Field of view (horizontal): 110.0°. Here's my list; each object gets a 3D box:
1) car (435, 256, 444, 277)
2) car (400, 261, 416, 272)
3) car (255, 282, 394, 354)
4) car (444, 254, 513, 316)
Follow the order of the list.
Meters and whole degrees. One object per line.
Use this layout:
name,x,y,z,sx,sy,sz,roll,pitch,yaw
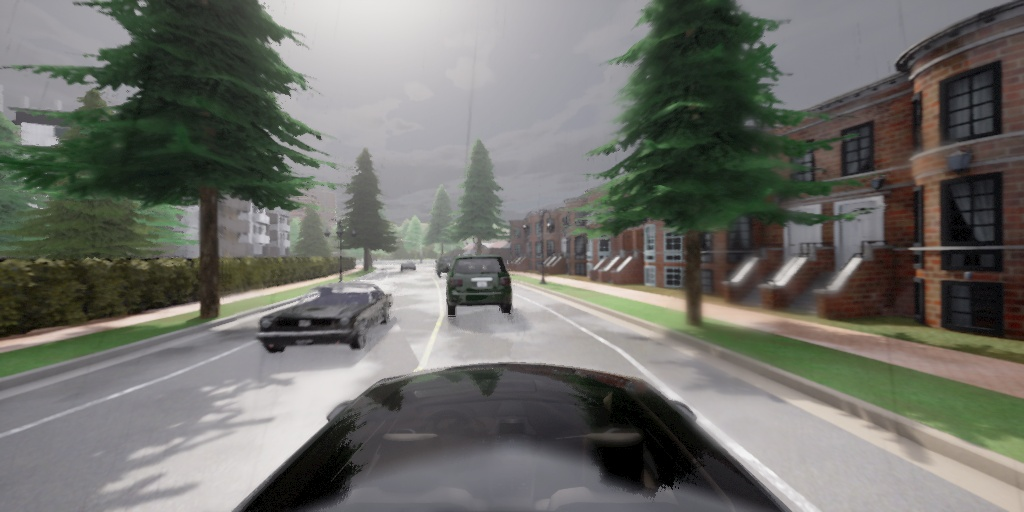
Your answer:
car,-6.469,0.987,36.043,2.150,2.045,5.566,-1,0,-15
car,-14.360,1.396,49.567,1.994,1.385,4.181,-1,0,-18
car,-4.376,1.388,9.186,1.895,1.301,4.718,-1,0,-9
car,-1.388,0.967,13.642,2.150,2.045,5.566,-1,0,-10
